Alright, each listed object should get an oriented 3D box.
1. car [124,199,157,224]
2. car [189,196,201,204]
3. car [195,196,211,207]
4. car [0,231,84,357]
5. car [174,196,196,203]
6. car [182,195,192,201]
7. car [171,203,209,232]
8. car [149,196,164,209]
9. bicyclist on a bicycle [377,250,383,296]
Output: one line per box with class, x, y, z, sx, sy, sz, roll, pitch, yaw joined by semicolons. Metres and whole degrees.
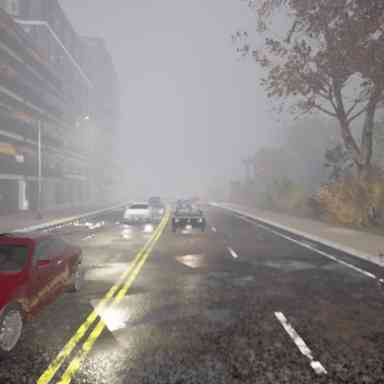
car;-3.864;1.500;24.827;1.812;1.442;4.674;0;0;-2
car;0.502;1.437;61.092;1.812;1.442;4.674;0;0;-5
car;1.566;1.534;48.420;1.895;1.301;4.718;0;0;-4
car;-3.407;1.521;6.138;1.812;1.442;4.674;0;0;-1
car;-1.033;1.500;38.391;2.033;1.411;5.357;0;0;-3
car;-1.232;1.474;77.857;1.895;1.301;4.718;0;0;-7
car;-0.241;1.579;20.114;1.895;1.301;4.718;0;0;-2
car;-4.797;1.299;43.580;2.097;1.767;4.553;0;0;-4
bicyclist on a bicycle;4.088;1.444;6.489;0.582;1.620;1.656;0;0;-1
